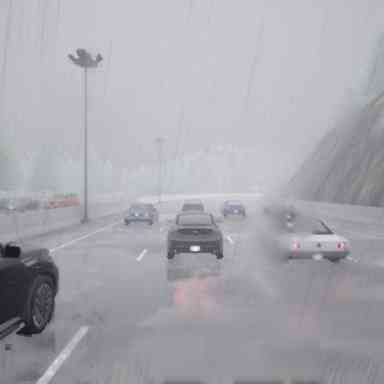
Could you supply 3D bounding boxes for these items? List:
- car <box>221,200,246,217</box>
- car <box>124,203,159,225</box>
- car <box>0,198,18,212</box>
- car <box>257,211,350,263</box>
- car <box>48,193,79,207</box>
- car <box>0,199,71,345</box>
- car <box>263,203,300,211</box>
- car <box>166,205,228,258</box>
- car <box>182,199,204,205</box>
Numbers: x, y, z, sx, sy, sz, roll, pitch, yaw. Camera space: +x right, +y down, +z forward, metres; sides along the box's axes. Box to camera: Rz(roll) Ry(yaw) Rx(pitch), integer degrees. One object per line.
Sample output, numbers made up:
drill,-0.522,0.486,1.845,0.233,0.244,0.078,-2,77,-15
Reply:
car,3.583,1.421,29.460,1.812,1.442,4.674,0,0,0
car,-3.403,1.465,23.032,2.033,1.411,5.357,0,0,0
car,-21.084,1.418,35.655,2.033,1.411,5.357,0,0,0
car,3.599,1.559,11.735,1.895,1.301,4.718,0,0,0
car,-14.081,1.090,36.179,2.150,2.045,5.566,0,0,0
car,-3.400,1.208,3.488,2.150,2.045,5.566,0,0,0
car,7.097,1.506,26.846,1.895,1.301,4.718,0,0,0
car,0.099,1.460,12.502,1.837,1.490,4.892,0,0,0
car,0.097,1.371,29.962,1.882,1.535,5.008,0,0,0
